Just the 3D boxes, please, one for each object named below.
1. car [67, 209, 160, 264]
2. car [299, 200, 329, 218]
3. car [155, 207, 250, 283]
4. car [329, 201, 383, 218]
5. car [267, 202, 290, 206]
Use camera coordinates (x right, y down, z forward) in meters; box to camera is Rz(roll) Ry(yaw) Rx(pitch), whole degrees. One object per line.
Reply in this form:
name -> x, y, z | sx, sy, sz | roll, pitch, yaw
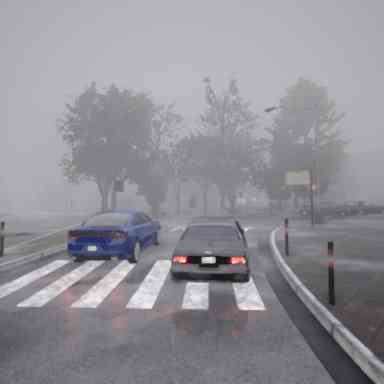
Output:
car -> -2.363, 1.322, 11.314 | 1.882, 1.535, 5.008 | -1, 1, 7
car -> 11.821, 1.500, 29.675 | 4.892, 1.490, 1.837 | -2, -3, -26
car -> 0.610, 1.390, 9.287 | 2.033, 1.411, 5.357 | 0, 1, 6
car -> 13.910, 1.395, 27.171 | 4.718, 1.301, 1.895 | -1, -3, -25
car -> 19.176, 2.802, 73.715 | 4.718, 1.301, 1.895 | -3, -5, 41
